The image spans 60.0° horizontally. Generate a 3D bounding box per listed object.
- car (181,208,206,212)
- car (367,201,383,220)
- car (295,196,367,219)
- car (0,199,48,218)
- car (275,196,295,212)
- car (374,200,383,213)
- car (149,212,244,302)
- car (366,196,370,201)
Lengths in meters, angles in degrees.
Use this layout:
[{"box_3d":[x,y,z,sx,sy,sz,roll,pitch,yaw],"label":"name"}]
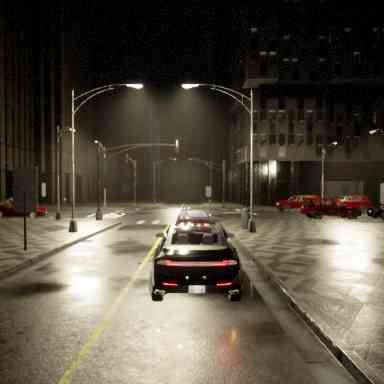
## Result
[{"box_3d":[0.071,1.549,17.963,2.033,1.411,5.357,0,0,0],"label":"car"},{"box_3d":[17.716,1.741,29.204,4.313,1.339,1.947,0,1,0],"label":"car"},{"box_3d":[12.074,1.462,29.175,5.009,1.841,2.192,0,1,0],"label":"car"},{"box_3d":[-14.968,1.565,29.050,4.507,1.381,1.887,0,1,0],"label":"car"},{"box_3d":[12.044,1.324,37.698,5.009,1.841,2.192,0,1,0],"label":"car"},{"box_3d":[23.328,1.633,37.754,4.313,1.339,1.947,0,1,0],"label":"car"},{"box_3d":[0.086,1.490,8.253,2.128,1.511,4.902,0,0,0],"label":"car"},{"box_3d":[17.687,1.352,37.725,5.009,1.841,2.192,0,1,0],"label":"car"}]
